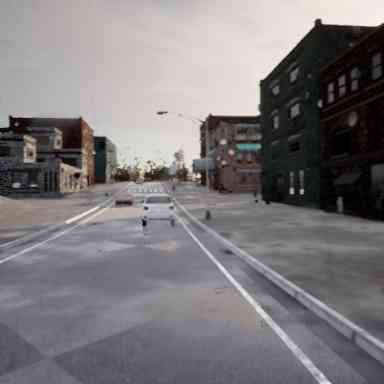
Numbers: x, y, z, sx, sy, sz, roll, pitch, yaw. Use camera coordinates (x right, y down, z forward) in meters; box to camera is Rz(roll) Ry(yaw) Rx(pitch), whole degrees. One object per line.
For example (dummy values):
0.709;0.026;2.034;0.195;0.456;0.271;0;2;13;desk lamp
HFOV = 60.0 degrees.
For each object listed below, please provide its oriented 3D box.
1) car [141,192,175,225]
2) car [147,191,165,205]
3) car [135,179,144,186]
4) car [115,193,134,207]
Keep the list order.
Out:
-2.401;1.124;23.462;2.150;2.045;5.566;-1;1;-7;car
-4.621;0.734;42.407;2.033;1.411;5.357;-1;3;-7;car
-12.795;-2.316;80.998;1.837;1.490;4.892;-1;4;-7;car
-7.987;0.845;39.441;1.882;1.535;5.008;-1;3;-7;car
